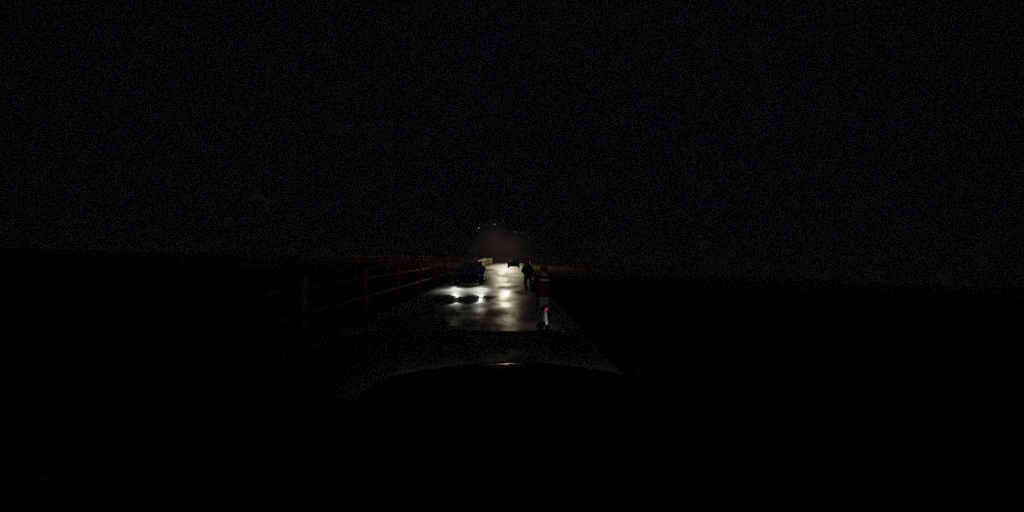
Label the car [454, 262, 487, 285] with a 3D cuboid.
[{"bbox_3d":[-2.827,1.160,25.198,1.882,1.535,5.008,0,0,0],"label":"car"}]

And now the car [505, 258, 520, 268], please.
[{"bbox_3d":[0.227,1.150,57.574,1.812,1.442,4.674,0,0,0],"label":"car"}]

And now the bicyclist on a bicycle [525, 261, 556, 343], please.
[{"bbox_3d":[0.759,1.098,8.727,0.659,1.776,1.843,0,0,0],"label":"bicyclist on a bicycle"}]

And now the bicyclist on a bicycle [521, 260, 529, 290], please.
[{"bbox_3d":[0.765,1.072,17.725,0.659,1.776,1.843,0,0,0],"label":"bicyclist on a bicycle"}]
